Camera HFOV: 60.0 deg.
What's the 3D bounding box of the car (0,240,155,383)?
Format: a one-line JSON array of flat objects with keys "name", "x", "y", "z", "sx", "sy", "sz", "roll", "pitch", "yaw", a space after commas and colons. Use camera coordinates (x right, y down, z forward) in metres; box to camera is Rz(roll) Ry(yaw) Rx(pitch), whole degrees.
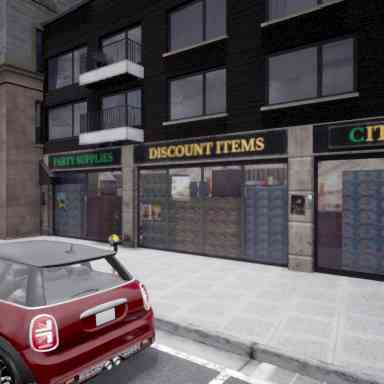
[{"name": "car", "x": -2.559, "y": 1.440, "z": 4.905, "sx": 4.097, "sy": 1.590, "sz": 1.967, "roll": 0, "pitch": 0, "yaw": 36}]
